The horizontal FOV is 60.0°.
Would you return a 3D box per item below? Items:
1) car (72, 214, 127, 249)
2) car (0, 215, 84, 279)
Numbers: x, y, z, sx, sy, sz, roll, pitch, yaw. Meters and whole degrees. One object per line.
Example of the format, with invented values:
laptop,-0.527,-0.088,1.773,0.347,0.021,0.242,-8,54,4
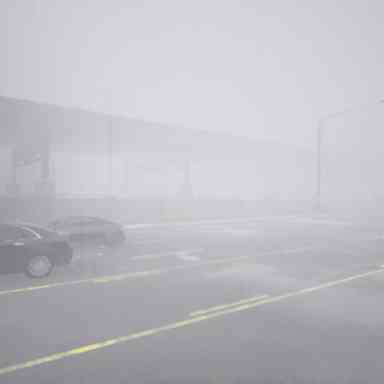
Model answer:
car,-4.798,1.615,13.459,4.181,1.385,1.994,1,0,-35
car,-5.621,1.519,8.579,4.892,1.490,1.837,1,-1,-36
